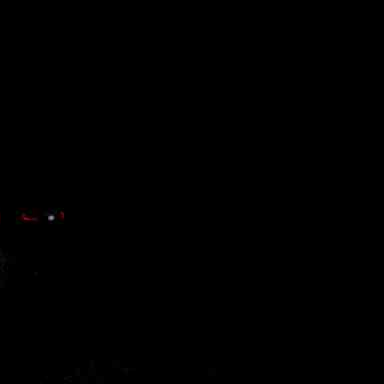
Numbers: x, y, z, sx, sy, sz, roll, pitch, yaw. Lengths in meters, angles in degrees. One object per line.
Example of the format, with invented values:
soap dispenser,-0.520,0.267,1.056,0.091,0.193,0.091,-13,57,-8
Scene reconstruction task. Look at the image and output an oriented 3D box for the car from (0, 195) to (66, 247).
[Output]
car,-8.195,1.161,14.917,5.566,2.045,2.150,0,0,27
